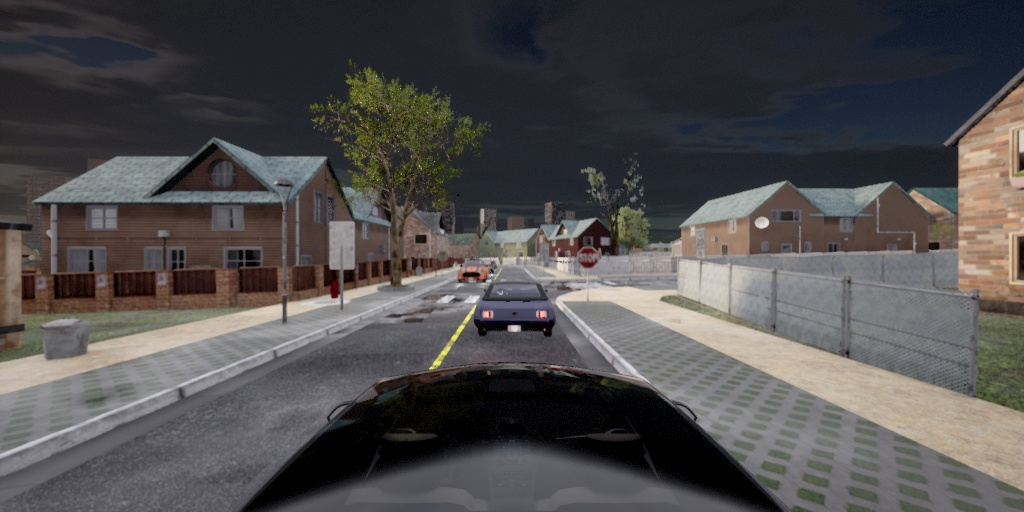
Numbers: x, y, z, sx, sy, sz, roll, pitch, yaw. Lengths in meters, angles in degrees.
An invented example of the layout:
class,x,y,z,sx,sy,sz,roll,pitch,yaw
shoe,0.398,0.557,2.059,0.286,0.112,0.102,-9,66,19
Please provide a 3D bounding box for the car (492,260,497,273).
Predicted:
class,x,y,z,sx,sy,sz,roll,pitch,yaw
car,-2.983,1.197,40.228,1.812,1.442,4.674,0,0,0

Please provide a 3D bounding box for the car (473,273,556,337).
class,x,y,z,sx,sy,sz,roll,pitch,yaw
car,0.105,1.337,10.269,1.895,1.301,4.718,0,0,1

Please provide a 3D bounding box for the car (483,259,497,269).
class,x,y,z,sx,sy,sz,roll,pitch,yaw
car,-3.277,1.211,53.223,1.994,1.385,4.181,0,0,-4

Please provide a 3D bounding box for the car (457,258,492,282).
class,x,y,z,sx,sy,sz,roll,pitch,yaw
car,-2.927,1.050,27.775,2.097,1.767,4.553,0,0,0
